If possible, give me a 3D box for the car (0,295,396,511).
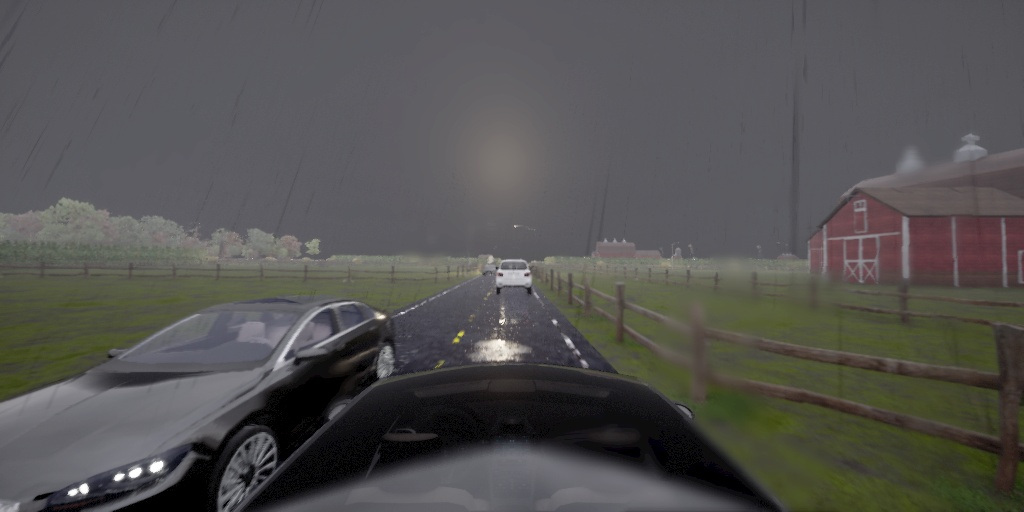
[{"bbox_3d":[-2.850,1.273,4.159,2.128,1.511,4.902,0,-1,0],"label":"car"}]

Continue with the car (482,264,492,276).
[{"bbox_3d":[-2.819,1.822,46.532,1.837,1.490,4.892,0,-1,0],"label":"car"}]

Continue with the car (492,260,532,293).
[{"bbox_3d":[0.106,1.246,23.207,2.150,2.045,5.566,0,0,0],"label":"car"}]
